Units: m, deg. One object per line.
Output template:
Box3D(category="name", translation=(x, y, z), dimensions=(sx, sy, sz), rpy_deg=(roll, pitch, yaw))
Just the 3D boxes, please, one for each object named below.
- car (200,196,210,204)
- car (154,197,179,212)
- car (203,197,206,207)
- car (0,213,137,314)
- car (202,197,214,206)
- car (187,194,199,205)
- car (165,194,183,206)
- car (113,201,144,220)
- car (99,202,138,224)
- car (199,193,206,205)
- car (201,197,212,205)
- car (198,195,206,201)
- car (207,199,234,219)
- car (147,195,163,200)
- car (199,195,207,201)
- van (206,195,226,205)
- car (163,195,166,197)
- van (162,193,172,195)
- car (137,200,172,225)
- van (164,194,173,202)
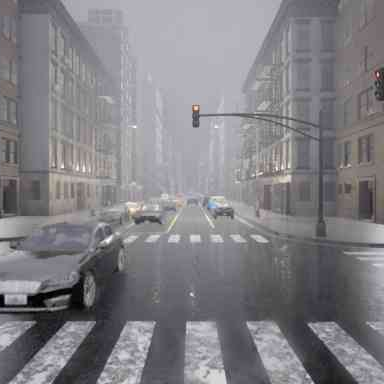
Box3D(category="car", translation=(2.634, 1.521, 66.868), dimensions=(1.752, 1.417, 4.829), rpy_deg=(0, 0, 0))
Box3D(category="car", translation=(-2.854, 1.561, 37.983), dimensions=(1.994, 1.385, 4.181), rpy_deg=(0, 0, 0))
Box3D(category="car", translation=(2.632, 1.578, 39.668), dimensions=(1.802, 1.307, 4.206), rpy_deg=(0, 0, 0))
Box3D(category="car", translation=(-2.852, 1.479, 7.841), dimensions=(2.128, 1.511, 4.902), rpy_deg=(0, 0, 0))
Box3D(category="car", translation=(2.633, 1.562, 55.886), dimensions=(1.947, 1.339, 4.313), rpy_deg=(0, 0, 0))
Box3D(category="car", translation=(0.085, 1.501, 57.017), dimensions=(1.837, 1.490, 4.892), rpy_deg=(0, 0, 0))
Box3D(category="car", translation=(-2.825, 1.474, 50.906), dimensions=(1.882, 1.535, 5.008), rpy_deg=(0, 0, 0))
Box3D(category="car", translation=(-5.402, 1.523, 28.682), dimensions=(1.752, 1.417, 4.829), rpy_deg=(0, 0, 0))
Box3D(category="car", translation=(-5.396, 1.549, 23.446), dimensions=(2.008, 1.369, 4.403), rpy_deg=(0, 0, 0))
Box3D(category="car", translation=(2.633, 1.311, 50.480), dimensions=(2.192, 1.841, 5.009), rpy_deg=(0, 0, 0))
Box3D(category="car", translation=(2.633, 1.546, 61.293), dimensions=(2.008, 1.369, 4.403), rpy_deg=(0, 0, 0))
Box3D(category="car", translation=(2.634, 1.560, 88.324), dimensions=(1.947, 1.339, 4.313), rpy_deg=(0, 0, 0))
Box3D(category="car", translation=(2.632, 1.548, 28.855), dimensions=(2.008, 1.369, 4.403), rpy_deg=(0, 0, 0))
Box3D(category="car", translation=(-5.421, 1.436, 45.071), dimensions=(1.967, 1.590, 4.097), rpy_deg=(0, 0, 0))
Box3D(category="car", translation=(2.634, 1.540, 82.918), dimensions=(1.887, 1.381, 4.507), rpy_deg=(0, 0, 0))
Box3D(category="van", translation=(2.632, 1.338, 34.261), dimensions=(1.690, 1.788, 3.998), rpy_deg=(0, 0, 0))
Box3D(category="car", translation=(-5.427, 1.521, 50.307), dimensions=(1.752, 1.417, 4.829), rpy_deg=(0, 0, 0))
Box3D(category="van", translation=(-5.446, 1.337, 66.695), dimensions=(1.690, 1.788, 3.998), rpy_deg=(0, 0, 0))
Box3D(category="car", translation=(-2.863, 1.545, 24.027), dimensions=(2.033, 1.411, 5.357), rpy_deg=(0, 0, 0))
Box3D(category="van", translation=(-5.458, 1.336, 77.508), dimensions=(1.690, 1.788, 3.998), rpy_deg=(0, 0, 0))
